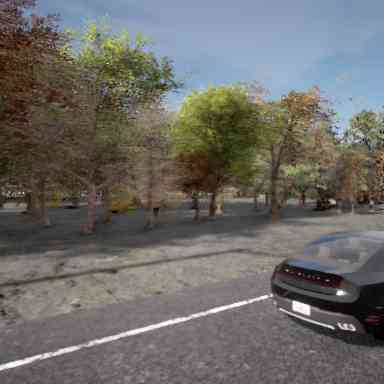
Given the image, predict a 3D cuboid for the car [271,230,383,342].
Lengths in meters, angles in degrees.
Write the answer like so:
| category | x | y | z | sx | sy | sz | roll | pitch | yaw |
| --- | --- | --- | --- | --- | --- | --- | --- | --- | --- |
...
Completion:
| category | x | y | z | sx | sy | sz | roll | pitch | yaw |
| --- | --- | --- | --- | --- | --- | --- | --- | --- | --- |
| car | 3.630 | 1.512 | 6.452 | 4.892 | 1.490 | 1.837 | 0 | 0 | -35 |
